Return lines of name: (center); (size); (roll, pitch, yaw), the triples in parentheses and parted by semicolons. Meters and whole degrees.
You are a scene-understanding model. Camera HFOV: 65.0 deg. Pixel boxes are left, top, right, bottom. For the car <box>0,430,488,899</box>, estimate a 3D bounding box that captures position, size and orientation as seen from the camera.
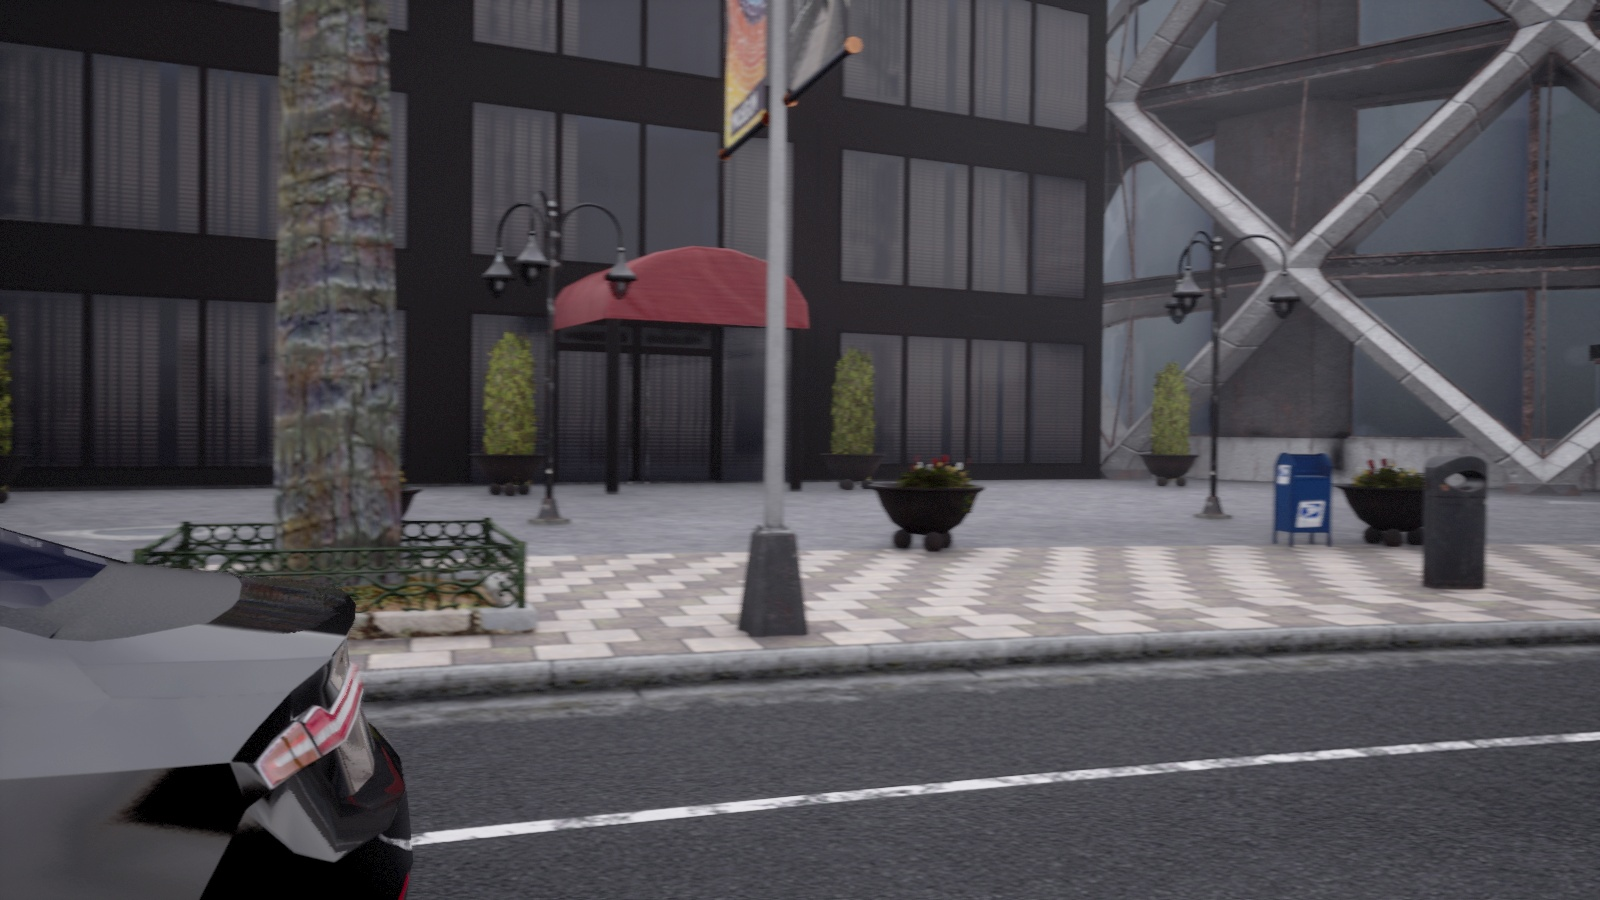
car: (-3.152, 0.753, 1.962); (4.902, 1.511, 2.128); (-1, 1, -23)
